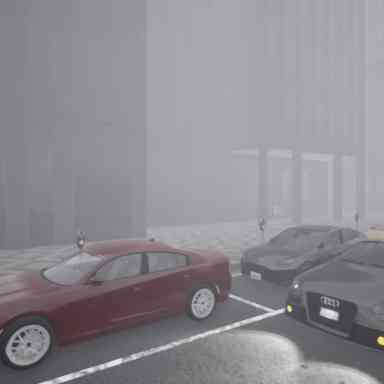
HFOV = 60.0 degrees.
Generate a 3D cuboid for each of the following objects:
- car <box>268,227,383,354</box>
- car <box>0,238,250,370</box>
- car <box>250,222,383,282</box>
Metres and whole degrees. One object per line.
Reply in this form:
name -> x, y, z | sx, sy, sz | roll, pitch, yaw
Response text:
car -> 3.595, 1.570, 5.934 | 4.181, 1.385, 1.994 | 0, 0, -35
car -> -1.344, 1.547, 5.688 | 4.507, 1.381, 1.887 | 0, 0, -35
car -> 3.248, 1.573, 8.956 | 4.313, 1.339, 1.947 | 0, 0, -35
